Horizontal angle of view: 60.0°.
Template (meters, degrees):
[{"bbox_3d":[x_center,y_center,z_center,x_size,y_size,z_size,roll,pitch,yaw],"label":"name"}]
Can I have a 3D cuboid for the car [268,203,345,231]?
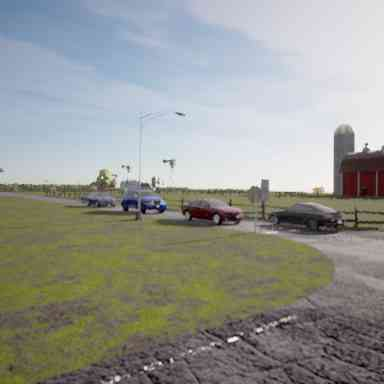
[{"bbox_3d":[6.615,1.375,19.598,1.812,1.442,4.674,2,0,-32],"label":"car"}]

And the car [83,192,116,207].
[{"bbox_3d":[-10.370,0.803,38.106,2.097,1.767,4.553,1,0,-36],"label":"car"}]

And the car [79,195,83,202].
[{"bbox_3d":[-15.413,0.812,50.028,2.128,1.511,4.902,1,0,-36],"label":"car"}]

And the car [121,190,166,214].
[{"bbox_3d":[-4.467,0.814,29.988,2.150,2.045,5.566,1,0,-36],"label":"car"}]

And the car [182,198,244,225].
[{"bbox_3d":[1.288,1.211,22.073,1.882,1.535,5.008,1,0,-36],"label":"car"}]
